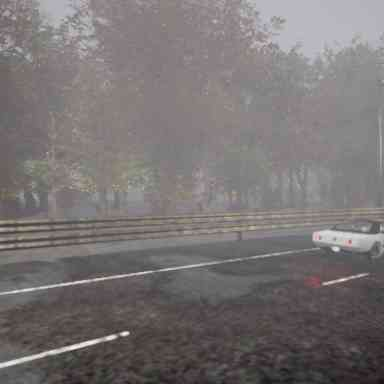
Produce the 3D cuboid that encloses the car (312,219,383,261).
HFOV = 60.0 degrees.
[{"bbox_3d":[6.877,1.706,12.725,4.718,1.301,1.895,1,0,-32],"label":"car"}]
